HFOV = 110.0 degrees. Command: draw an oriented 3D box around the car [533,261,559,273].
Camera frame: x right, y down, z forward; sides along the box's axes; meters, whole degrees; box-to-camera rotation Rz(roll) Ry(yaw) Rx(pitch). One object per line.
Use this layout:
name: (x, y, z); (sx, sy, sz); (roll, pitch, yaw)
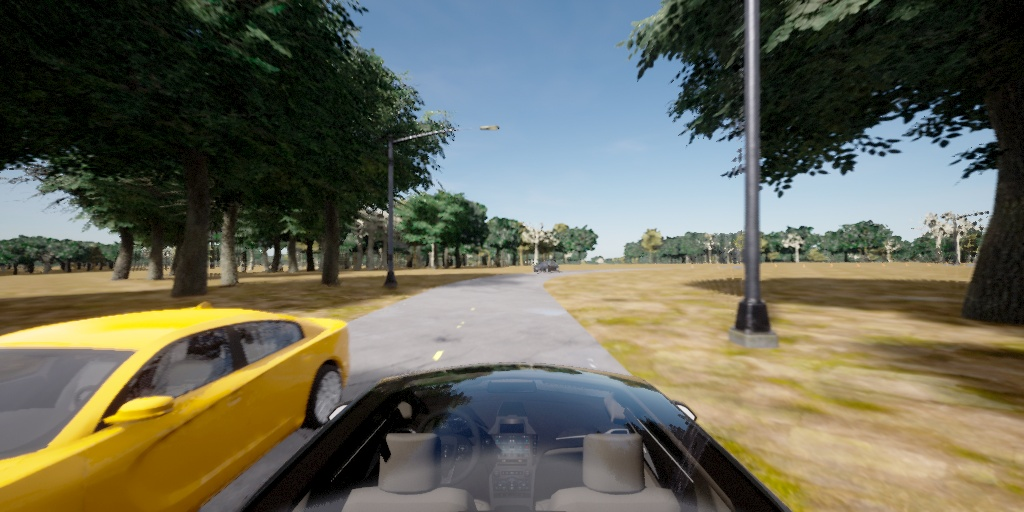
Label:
car: (4.464, 1.453, 46.367); (1.837, 1.490, 4.892); (-1, -2, 34)

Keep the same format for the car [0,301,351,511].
car: (-3.094, 1.229, 2.784); (1.882, 1.535, 5.008); (0, 0, 0)
